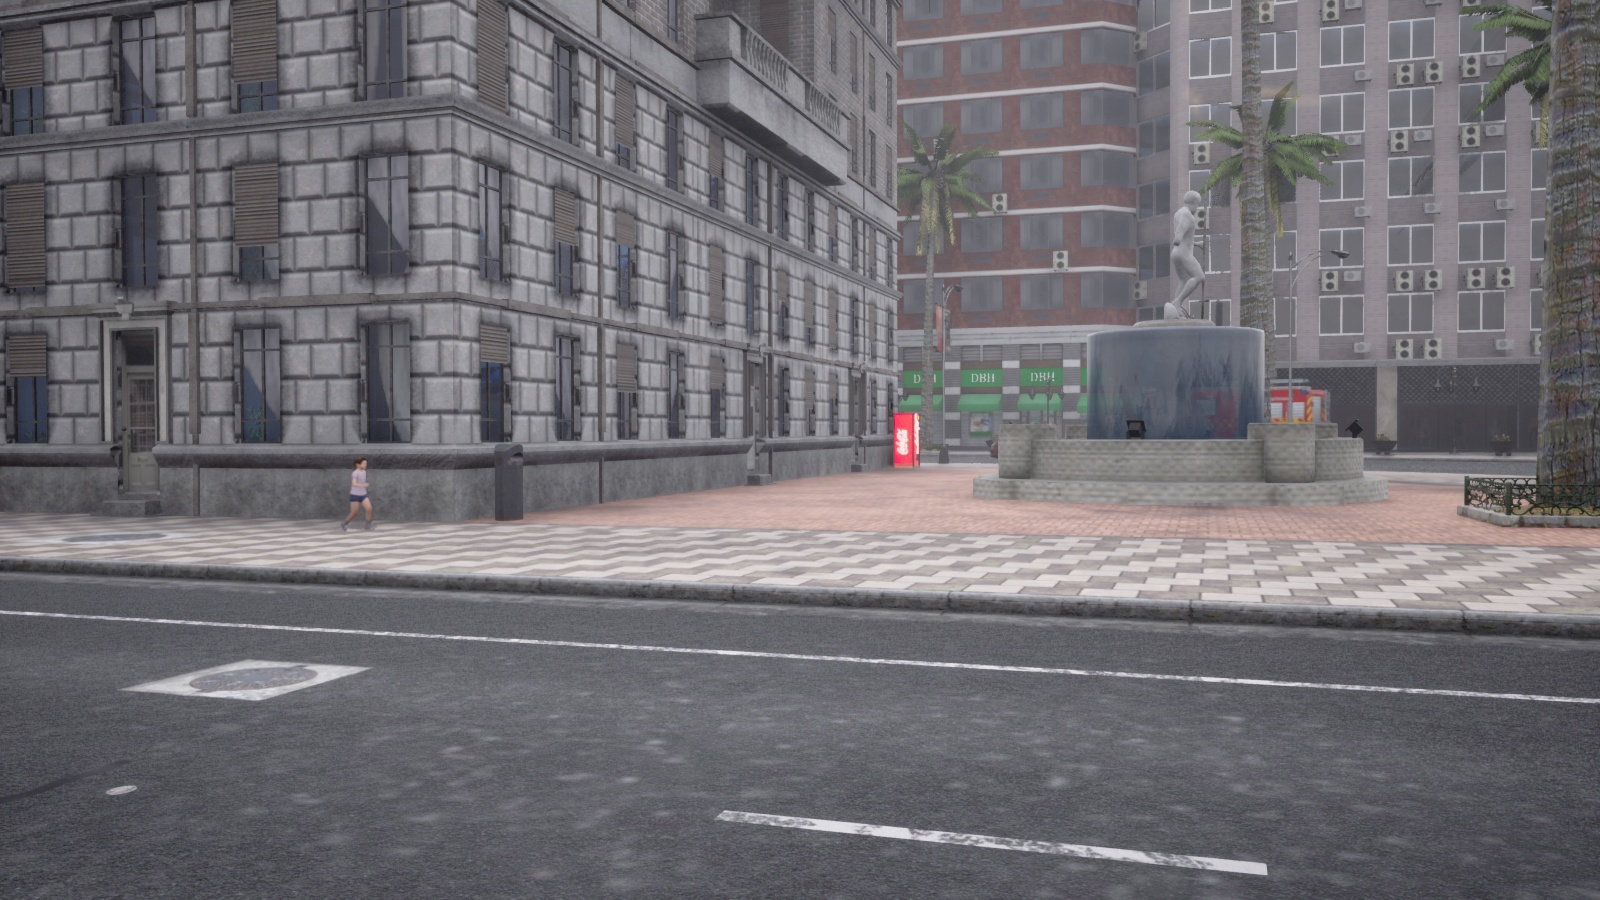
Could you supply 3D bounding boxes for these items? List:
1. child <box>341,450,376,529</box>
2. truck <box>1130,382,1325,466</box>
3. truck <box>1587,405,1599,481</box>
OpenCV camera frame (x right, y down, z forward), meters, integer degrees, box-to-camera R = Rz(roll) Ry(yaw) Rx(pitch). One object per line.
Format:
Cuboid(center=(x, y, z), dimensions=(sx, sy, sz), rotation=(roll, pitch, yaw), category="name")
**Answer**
Cuboid(center=(-6.270, 0.554, 17.837), dimensions=(0.394, 1.110, 0.255), rotation=(1, 1, 26), category="child")
Cuboid(center=(20.586, -1.236, 60.907), dimensions=(8.468, 3.827, 2.891), rotation=(1, 1, 42), category="truck")
Cuboid(center=(28.278, -0.189, 39.628), dimensions=(2.627, 2.467, 5.204), rotation=(0, 1, -24), category="truck")
